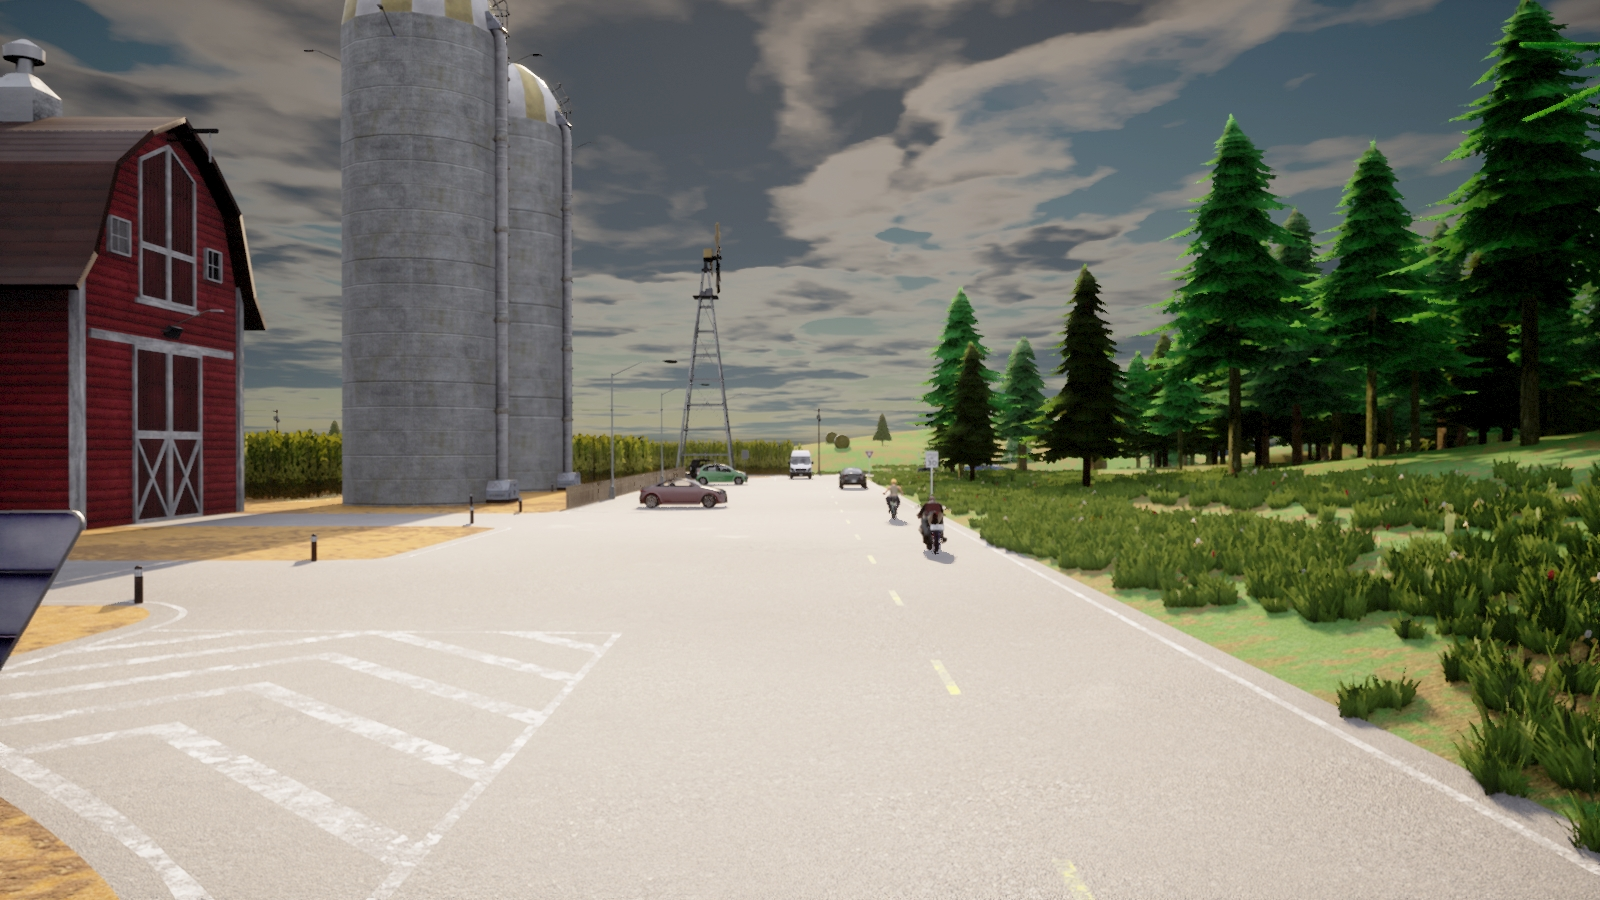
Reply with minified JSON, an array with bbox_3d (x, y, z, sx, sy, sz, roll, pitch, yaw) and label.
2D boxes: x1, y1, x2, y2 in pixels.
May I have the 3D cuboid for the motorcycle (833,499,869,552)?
[{"bbox_3d":[1.351,1.995,30.605,0.867,1.251,2.209,0,0,0],"label":"motorcycle"}]
